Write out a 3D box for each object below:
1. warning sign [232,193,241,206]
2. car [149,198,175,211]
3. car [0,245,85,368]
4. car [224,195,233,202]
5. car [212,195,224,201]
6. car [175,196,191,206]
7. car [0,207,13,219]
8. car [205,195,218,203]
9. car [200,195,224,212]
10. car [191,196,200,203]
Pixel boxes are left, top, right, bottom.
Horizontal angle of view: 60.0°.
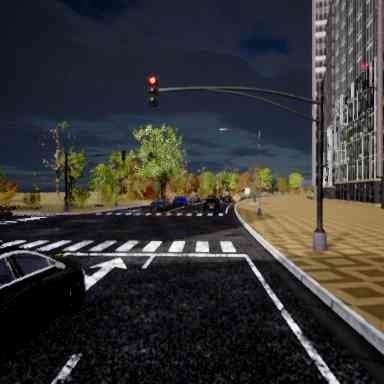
[{"bbox_3d":[6.482,1.086,48.260,1.300,1.860,1.060,0,0,8],"label":"warning sign"},{"bbox_3d":[-3.909,1.517,41.487,2.033,1.411,5.357,0,0,7],"label":"car"},{"bbox_3d":[-3.048,1.487,4.637,2.128,1.511,4.902,0,0,1],"label":"car"},{"bbox_3d":[7.927,1.439,72.682,1.882,1.535,5.008,0,0,12],"label":"car"},{"bbox_3d":[6.347,1.348,80.538,2.033,1.411,5.357,0,0,14],"label":"car"},{"bbox_3d":[-1.946,1.441,55.357,1.882,1.535,5.008,0,0,9],"label":"car"},{"bbox_3d":[-17.133,1.552,26.294,5.357,1.411,2.033,0,0,3],"label":"car"},{"bbox_3d":[4.137,1.431,70.424,1.882,1.535,5.008,0,0,12],"label":"car"},{"bbox_3d":[2.380,1.452,37.616,1.882,1.535,5.008,0,0,6],"label":"car"},{"bbox_3d":[0.619,1.500,69.419,2.033,1.411,5.357,0,0,11],"label":"car"}]
